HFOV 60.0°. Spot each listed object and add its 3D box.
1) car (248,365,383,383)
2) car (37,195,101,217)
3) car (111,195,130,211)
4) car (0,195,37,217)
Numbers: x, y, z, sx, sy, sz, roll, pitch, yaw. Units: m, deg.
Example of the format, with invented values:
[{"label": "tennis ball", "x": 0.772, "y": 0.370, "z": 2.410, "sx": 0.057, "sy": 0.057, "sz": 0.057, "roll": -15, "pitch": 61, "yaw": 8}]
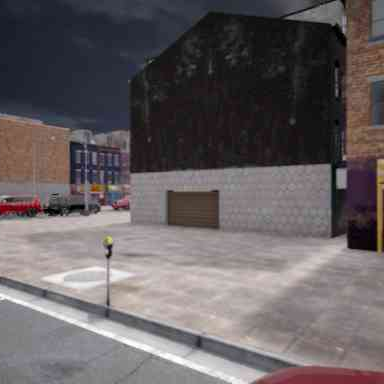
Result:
[{"label": "car", "x": 2.030, "y": 1.579, "z": 1.361, "sx": 4.206, "sy": 1.307, "sz": 1.802, "roll": 0, "pitch": 0, "yaw": 36}, {"label": "car", "x": -11.581, "y": 1.331, "z": 32.433, "sx": 2.150, "sy": 2.045, "sz": 5.566, "roll": 0, "pitch": 0, "yaw": 36}, {"label": "car", "x": -7.761, "y": 1.336, "z": 42.753, "sx": 2.150, "sy": 2.045, "sz": 5.566, "roll": 0, "pitch": 0, "yaw": 36}, {"label": "car", "x": -16.678, "y": 1.337, "z": 30.381, "sx": 2.150, "sy": 2.045, "sz": 5.566, "roll": 0, "pitch": 0, "yaw": 36}]
